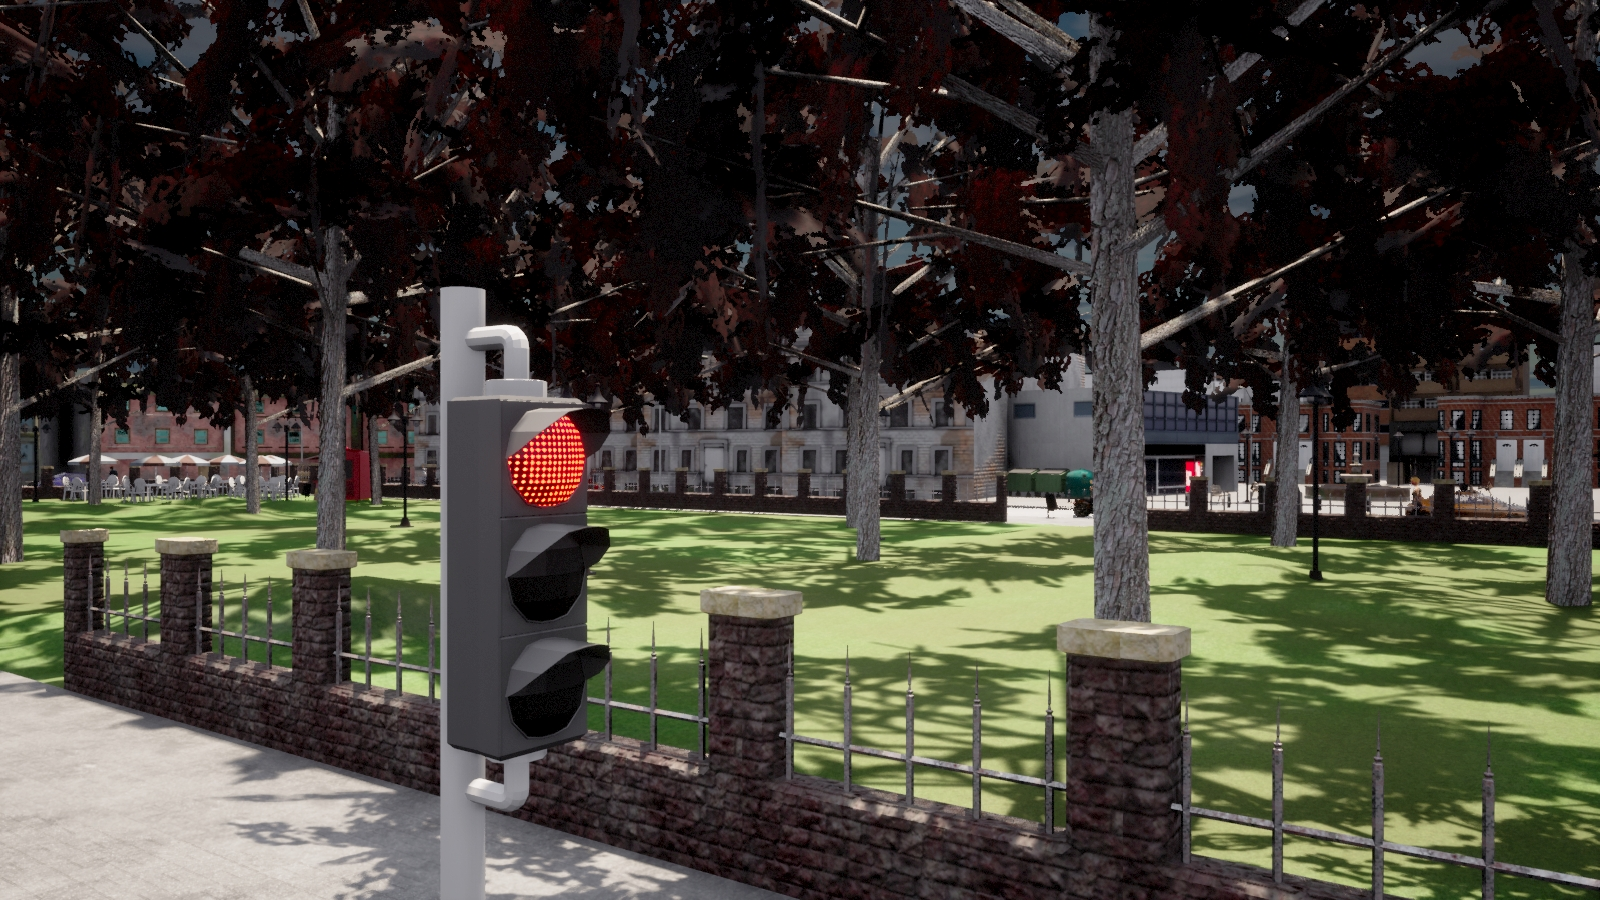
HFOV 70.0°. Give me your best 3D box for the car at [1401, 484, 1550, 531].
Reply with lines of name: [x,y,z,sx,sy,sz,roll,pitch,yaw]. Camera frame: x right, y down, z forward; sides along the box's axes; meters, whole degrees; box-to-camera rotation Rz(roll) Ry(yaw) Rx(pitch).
car: [22.880,1.899,38.771,4.181,1.385,1.994,0,0,36]

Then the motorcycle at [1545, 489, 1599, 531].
motorcycle: [25.489,1.950,36.881,2.356,1.277,0.764,0,0,36]

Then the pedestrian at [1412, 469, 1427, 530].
pedestrian: [19.233,1.523,35.482,0.375,1.860,0.375,0,0,36]
